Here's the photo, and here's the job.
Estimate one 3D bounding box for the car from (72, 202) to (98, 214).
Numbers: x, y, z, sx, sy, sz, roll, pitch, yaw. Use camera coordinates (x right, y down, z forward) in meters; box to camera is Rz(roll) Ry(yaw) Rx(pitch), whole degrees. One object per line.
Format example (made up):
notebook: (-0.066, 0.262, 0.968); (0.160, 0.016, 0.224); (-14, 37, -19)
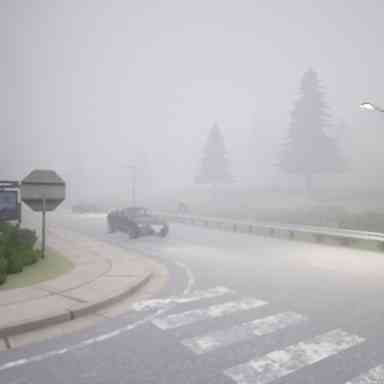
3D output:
car: (-11.909, 1.728, 37.241); (1.895, 1.301, 4.718); (1, 0, -34)

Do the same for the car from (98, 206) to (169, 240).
car: (-2.991, 1.575, 17.735); (2.128, 1.511, 4.902); (1, 0, -34)

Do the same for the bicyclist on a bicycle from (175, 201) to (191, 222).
bicyclist on a bicycle: (-0.746, 1.565, 26.910); (1.656, 1.620, 0.582); (-6, 4, -34)
